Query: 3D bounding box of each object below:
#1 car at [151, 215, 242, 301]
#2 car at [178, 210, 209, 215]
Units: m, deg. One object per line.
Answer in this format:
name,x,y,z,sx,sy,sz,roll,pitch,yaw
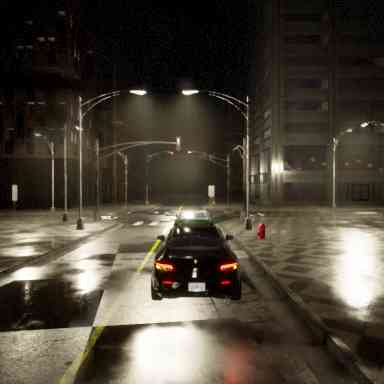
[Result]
car,0.085,1.523,8.210,1.812,1.442,4.674,0,0,0
car,0.074,1.593,17.235,1.895,1.301,4.718,0,0,0
